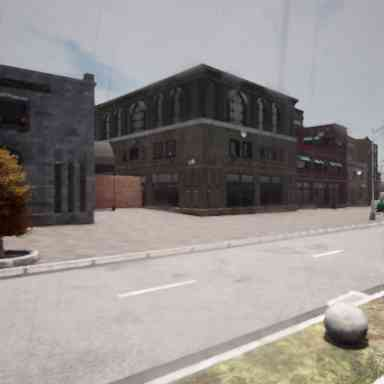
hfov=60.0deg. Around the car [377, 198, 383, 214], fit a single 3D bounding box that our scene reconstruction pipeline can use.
[{"bbox_3d":[24.235,1.692,37.952,2.435,2.045,5.566,2,-2,-45],"label":"car"}]
